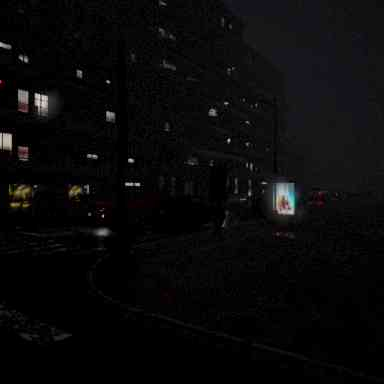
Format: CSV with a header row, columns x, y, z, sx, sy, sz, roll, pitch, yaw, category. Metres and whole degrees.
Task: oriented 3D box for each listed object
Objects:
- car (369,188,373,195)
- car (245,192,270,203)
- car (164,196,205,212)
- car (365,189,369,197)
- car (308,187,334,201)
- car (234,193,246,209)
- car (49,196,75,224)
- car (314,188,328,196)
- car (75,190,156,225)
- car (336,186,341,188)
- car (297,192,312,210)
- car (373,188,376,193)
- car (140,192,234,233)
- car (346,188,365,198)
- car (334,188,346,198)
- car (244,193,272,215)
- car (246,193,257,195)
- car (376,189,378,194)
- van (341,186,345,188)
x,y,z,sx,sy,sz,roll,pitch,yaw,category
34.949,0.096,67.657,1.887,1.381,4.507,1,2,35,car
8.933,0.754,45.170,1.802,1.307,4.206,2,2,35,car
-0.622,1.069,31.551,1.802,1.307,4.206,2,2,35,car
31.763,0.098,63.113,1.967,1.590,4.097,1,2,35,car
18.863,0.233,49.271,2.150,2.045,5.566,0,1,35,car
3.197,0.962,32.499,1.812,1.442,4.674,0,1,35,car
-6.991,1.009,22.464,2.192,1.841,5.009,1,2,35,car
28.046,-0.025,72.406,1.967,1.590,4.097,2,2,35,car
-4.403,0.905,21.679,2.150,2.045,5.566,0,1,35,car
34.417,-0.239,81.486,1.967,1.590,4.097,2,2,35,car
9.460,0.964,31.331,1.947,1.339,4.313,1,2,35,car
38.135,-0.012,72.198,1.887,1.381,4.507,1,2,35,car
-0.097,1.026,17.701,2.192,1.841,5.009,1,2,35,car
28.577,0.309,58.576,1.887,1.381,4.507,1,2,35,car
25.045,0.406,58.080,1.895,1.301,4.718,0,1,35,car
6.274,1.069,26.789,1.947,1.339,4.313,1,2,35,car
5.748,0.828,40.630,2.008,1.369,4.403,2,2,35,car
44.506,-0.221,81.280,2.008,1.369,4.403,1,2,35,car
37.603,-0.446,86.023,1.690,1.788,3.998,2,2,35,van
